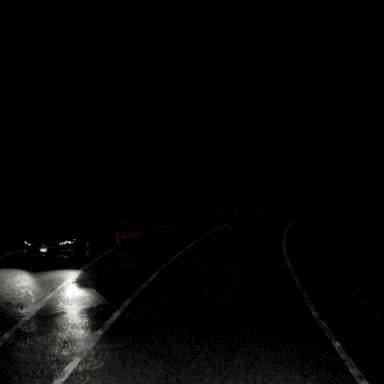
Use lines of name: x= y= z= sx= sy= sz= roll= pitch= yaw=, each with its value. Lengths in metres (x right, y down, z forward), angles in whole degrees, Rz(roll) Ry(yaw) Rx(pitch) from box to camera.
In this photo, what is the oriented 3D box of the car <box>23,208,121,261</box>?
car: x=-4.030 y=1.390 z=12.003 sx=1.837 sy=1.490 sz=4.892 roll=-2 pitch=1 yaw=6
